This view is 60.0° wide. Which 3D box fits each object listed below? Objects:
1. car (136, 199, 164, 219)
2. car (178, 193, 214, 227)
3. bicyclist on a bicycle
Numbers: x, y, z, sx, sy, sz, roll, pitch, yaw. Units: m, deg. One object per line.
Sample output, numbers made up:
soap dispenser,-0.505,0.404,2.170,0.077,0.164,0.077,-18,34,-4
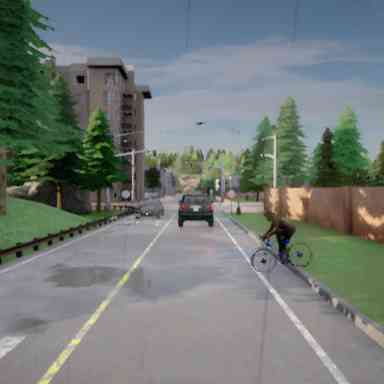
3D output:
car,-3.314,1.352,26.942,1.837,1.490,4.892,0,0,0
car,0.245,1.075,21.739,2.150,2.045,5.566,0,0,0
bicyclist on a bicycle,2.326,1.306,8.887,1.656,1.620,0.582,-9,0,0
